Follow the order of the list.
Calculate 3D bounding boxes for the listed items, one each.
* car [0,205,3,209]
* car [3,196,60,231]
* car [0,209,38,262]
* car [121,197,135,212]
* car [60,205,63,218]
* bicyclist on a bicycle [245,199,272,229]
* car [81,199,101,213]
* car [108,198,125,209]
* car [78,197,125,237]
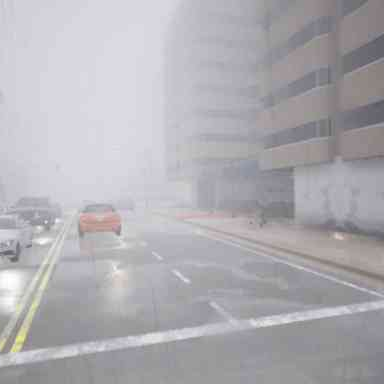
[{"bbox_3d":[-15.000,1.703,25.339,1.895,1.301,4.718,-1,0,-18],"label":"car"},{"bbox_3d":[-9.919,1.277,21.015,2.150,2.045,5.566,-1,0,-18],"label":"car"},{"bbox_3d":[-7.005,1.573,12.094,1.812,1.442,4.674,-1,0,-18],"label":"car"},{"bbox_3d":[-7.786,1.334,37.692,2.097,1.767,4.553,-1,0,-18],"label":"car"},{"bbox_3d":[-12.998,1.628,30.528,1.994,1.385,4.181,-1,0,-18],"label":"car"},{"bbox_3d":[3.640,1.205,18.101,1.656,1.620,0.582,-1,0,-18],"label":"bicyclist on a bicycle"},{"bbox_3d":[-11.956,1.574,39.190,2.033,1.411,5.357,-1,0,-18],"label":"car"},{"bbox_3d":[-10.579,1.591,46.196,1.895,1.301,4.718,-1,0,-18],"label":"car"},{"bbox_3d":[-5.179,1.359,18.401,2.097,1.767,4.553,-1,0,-18],"label":"car"}]
